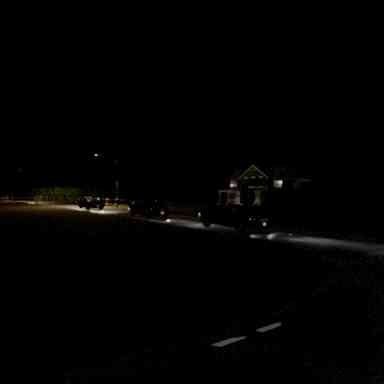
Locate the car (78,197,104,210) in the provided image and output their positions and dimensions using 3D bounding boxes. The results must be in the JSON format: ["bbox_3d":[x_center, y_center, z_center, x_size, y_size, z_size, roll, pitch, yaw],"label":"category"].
[{"bbox_3d":[-12.096,1.347,39.768,2.128,1.511,4.902,2,-1,-36],"label":"car"}]

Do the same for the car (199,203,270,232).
[{"bbox_3d":[2.400,1.454,19.797,2.128,1.511,4.902,2,-1,-38],"label":"car"}]

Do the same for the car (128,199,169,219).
[{"bbox_3d":[-3.752,1.389,28.199,2.128,1.511,4.902,2,-1,-36],"label":"car"}]
